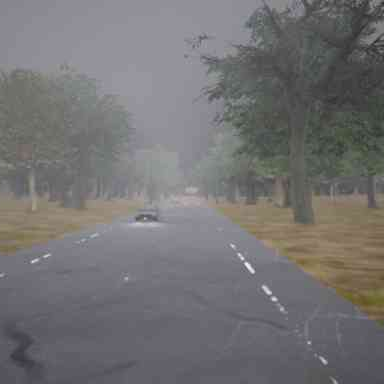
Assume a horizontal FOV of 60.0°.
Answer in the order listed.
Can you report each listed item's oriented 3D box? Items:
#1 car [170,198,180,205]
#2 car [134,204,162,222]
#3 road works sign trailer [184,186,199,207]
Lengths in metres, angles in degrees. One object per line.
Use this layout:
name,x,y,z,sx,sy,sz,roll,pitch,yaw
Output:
car,-3.514,1.923,70.110,1.812,1.442,4.674,0,0,0
car,-3.605,1.702,28.344,2.033,1.411,5.357,0,0,0
road works sign trailer,-0.027,0.789,57.812,2.380,3.560,2.880,0,0,0
